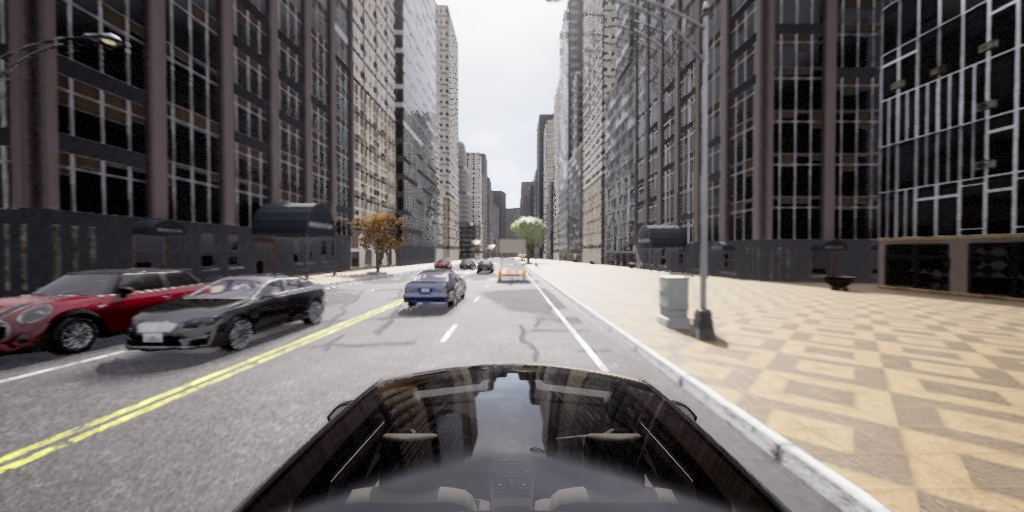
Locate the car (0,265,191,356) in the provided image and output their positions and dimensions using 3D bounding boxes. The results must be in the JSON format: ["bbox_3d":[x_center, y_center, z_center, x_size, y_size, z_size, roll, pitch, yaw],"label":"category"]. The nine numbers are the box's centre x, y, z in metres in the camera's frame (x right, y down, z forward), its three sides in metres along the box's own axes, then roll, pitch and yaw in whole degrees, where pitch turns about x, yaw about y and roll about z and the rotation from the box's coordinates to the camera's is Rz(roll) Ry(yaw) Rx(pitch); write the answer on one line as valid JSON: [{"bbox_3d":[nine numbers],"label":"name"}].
[{"bbox_3d":[-9.849,1.103,8.689,2.097,1.767,4.553,0,0,0],"label":"car"}]

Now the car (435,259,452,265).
[{"bbox_3d":[-9.794,1.230,51.450,1.882,1.535,5.008,0,0,1],"label":"car"}]

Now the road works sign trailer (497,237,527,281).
[{"bbox_3d":[0.017,0.214,29.898,2.380,3.560,2.880,0,0,1],"label":"road works sign trailer"}]

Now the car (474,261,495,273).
[{"bbox_3d":[-3.150,1.277,43.472,1.812,1.442,4.674,0,0,0],"label":"car"}]

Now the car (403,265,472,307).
[{"bbox_3d":[-3.152,1.298,15.536,2.033,1.411,5.357,0,0,0],"label":"car"}]

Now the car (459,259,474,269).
[{"bbox_3d":[-6.544,1.229,52.387,1.882,1.535,5.008,0,0,1],"label":"car"}]

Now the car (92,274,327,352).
[{"bbox_3d":[-6.598,1.242,9.036,2.128,1.511,4.902,0,0,0],"label":"car"}]
